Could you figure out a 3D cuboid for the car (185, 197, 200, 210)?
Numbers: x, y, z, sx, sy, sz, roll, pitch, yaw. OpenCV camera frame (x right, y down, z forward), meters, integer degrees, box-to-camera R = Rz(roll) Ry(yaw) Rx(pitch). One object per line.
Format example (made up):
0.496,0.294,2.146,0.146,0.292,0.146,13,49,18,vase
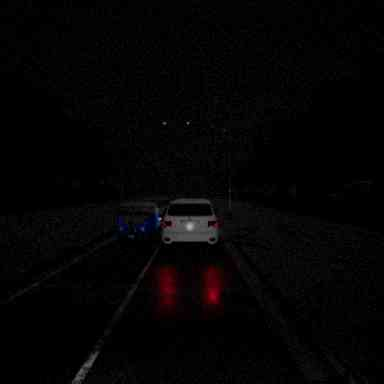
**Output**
0.095,1.424,43.370,1.837,1.490,4.892,0,1,0,car

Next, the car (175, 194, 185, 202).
-2.637,1.222,71.915,1.967,1.590,4.097,1,0,0,car

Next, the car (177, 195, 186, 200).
-2.641,1.332,82.996,1.947,1.339,4.313,1,0,0,car

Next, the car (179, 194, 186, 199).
-2.643,1.306,94.078,2.008,1.369,4.403,1,0,0,car

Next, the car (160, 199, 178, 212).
-2.630,1.538,38.681,1.802,1.307,4.206,1,0,0,car

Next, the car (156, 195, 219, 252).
-0.048,1.278,14.340,2.150,2.045,5.566,0,0,1,car

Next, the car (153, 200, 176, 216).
-2.631,1.564,33.141,1.947,1.339,4.313,1,0,0,car

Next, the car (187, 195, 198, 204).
0.092,1.325,60.217,1.837,1.490,4.892,0,0,0,car

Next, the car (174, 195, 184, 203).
-2.637,1.323,66.206,1.752,1.417,4.829,1,0,0,car

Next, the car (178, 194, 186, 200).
-2.642,1.306,88.536,1.887,1.381,4.507,1,0,0,car

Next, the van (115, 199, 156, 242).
-2.632,1.398,16.504,1.690,1.788,3.998,0,0,0,van

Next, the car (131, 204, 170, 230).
-2.633,1.601,22.050,2.008,1.369,4.403,1,0,0,car

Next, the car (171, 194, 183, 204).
-2.634,1.257,60.836,1.967,1.590,4.097,1,0,0,car

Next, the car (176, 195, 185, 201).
-2.640,1.323,77.455,2.008,1.369,4.403,1,0,0,car
